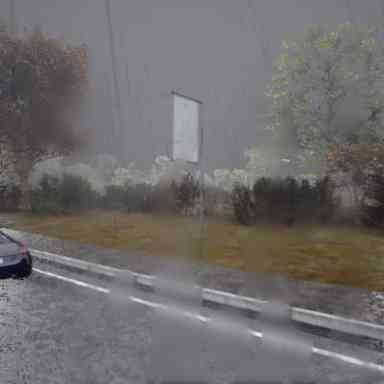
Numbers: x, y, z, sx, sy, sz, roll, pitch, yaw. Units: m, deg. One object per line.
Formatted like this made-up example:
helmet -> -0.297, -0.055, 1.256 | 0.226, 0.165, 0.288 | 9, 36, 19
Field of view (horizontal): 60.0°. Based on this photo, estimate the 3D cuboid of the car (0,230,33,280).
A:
car -> -6.066, 1.574, 8.916 | 4.181, 1.385, 1.994 | 0, 0, 39
